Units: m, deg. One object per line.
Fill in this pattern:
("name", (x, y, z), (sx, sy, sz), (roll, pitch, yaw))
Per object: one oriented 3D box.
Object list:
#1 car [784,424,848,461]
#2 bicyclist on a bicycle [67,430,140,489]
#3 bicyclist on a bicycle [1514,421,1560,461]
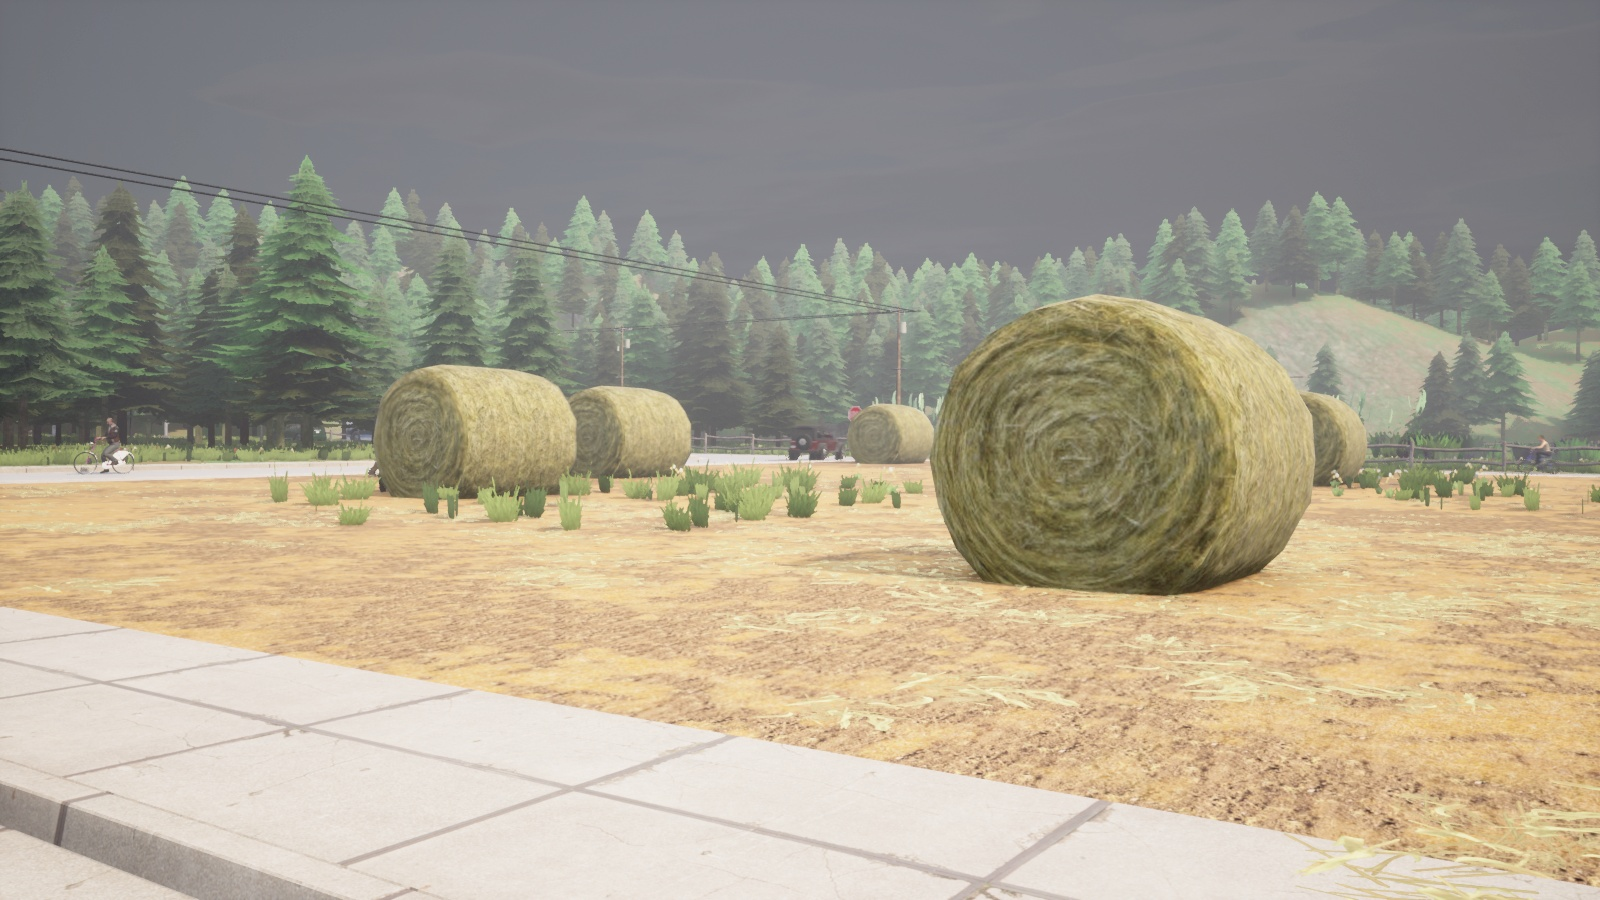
("car", (0.869, -0.408, 65.606), (1.905, 1.878, 3.866), (0, 1, 25))
("bicyclist on a bicycle", (-21.509, 0.277, 38.810), (0.659, 1.776, 1.843), (0, 1, 35))
("bicyclist on a bicycle", (29.947, -0.359, 51.006), (1.509, 1.612, 0.866), (0, 1, 38))
